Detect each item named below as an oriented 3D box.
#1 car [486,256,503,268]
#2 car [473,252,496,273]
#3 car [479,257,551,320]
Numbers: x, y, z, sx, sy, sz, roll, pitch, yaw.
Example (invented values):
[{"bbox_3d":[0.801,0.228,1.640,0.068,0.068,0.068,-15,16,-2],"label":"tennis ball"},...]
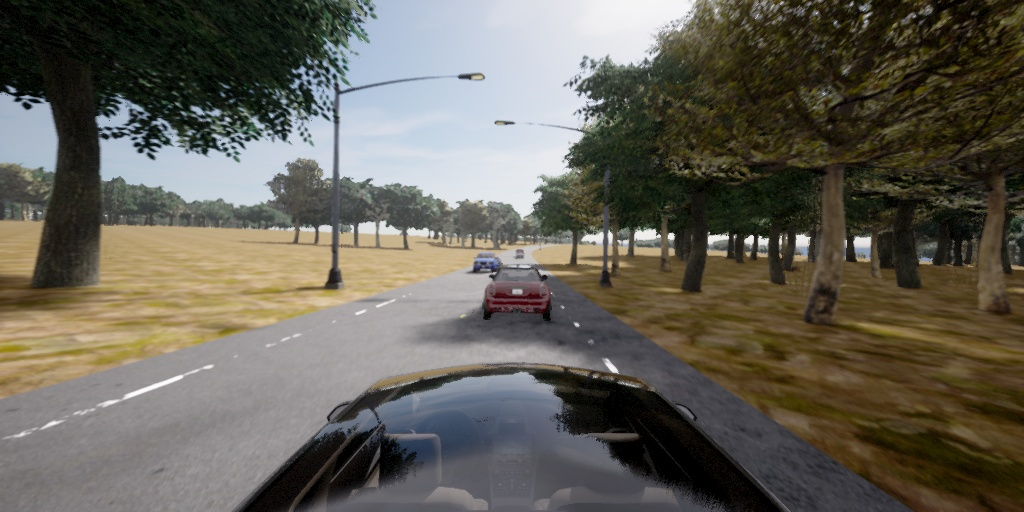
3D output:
[{"bbox_3d":[-2.429,0.816,50.293,1.994,1.385,4.181,1,1,1],"label":"car"},{"bbox_3d":[-2.719,0.643,37.461,2.150,2.045,5.566,1,1,1],"label":"car"},{"bbox_3d":[0.211,1.074,12.786,2.097,1.767,4.553,1,0,1],"label":"car"}]
